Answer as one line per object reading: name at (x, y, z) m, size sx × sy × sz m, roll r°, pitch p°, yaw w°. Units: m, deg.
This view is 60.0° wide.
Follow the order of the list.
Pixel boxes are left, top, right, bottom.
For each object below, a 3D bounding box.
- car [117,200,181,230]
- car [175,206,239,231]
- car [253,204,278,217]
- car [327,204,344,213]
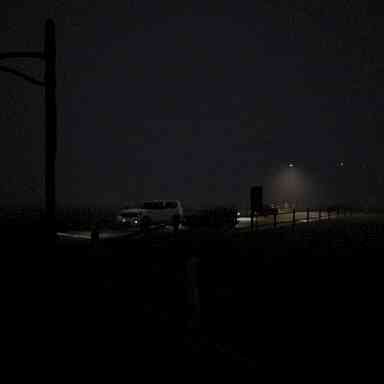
car at (-2.937, 1.608, 24.595) m, size 2.150 × 2.045 × 5.566 m, roll 0°, pitch -1°, yaw 36°
car at (1.430, 1.962, 24.173) m, size 2.033 × 1.411 × 5.357 m, roll 0°, pitch -1°, yaw 35°
car at (8.910, 2.266, 40.762) m, size 2.128 × 1.511 × 4.902 m, roll 0°, pitch -1°, yaw 36°
car at (23.329, 2.671, 54.208) m, size 1.812 × 1.442 × 4.674 m, roll 0°, pitch -1°, yaw 37°
